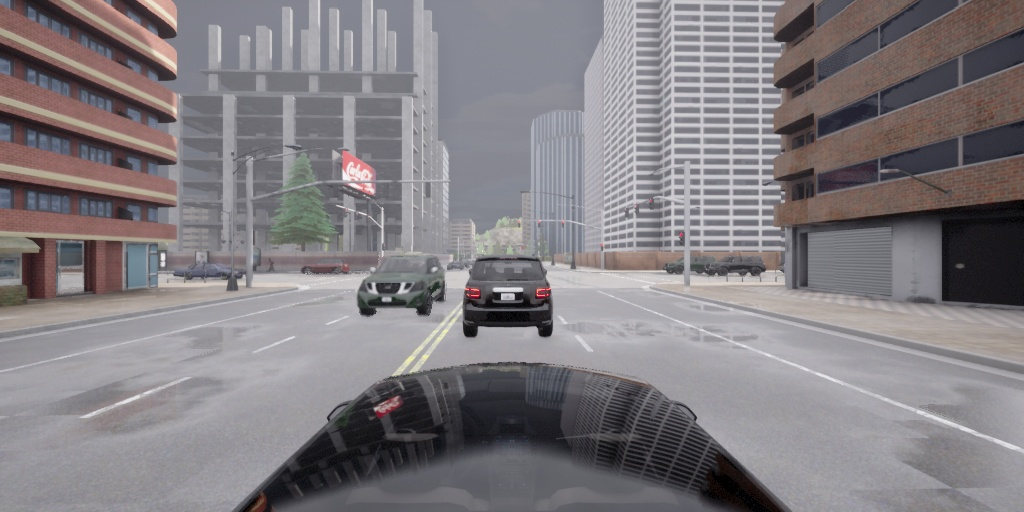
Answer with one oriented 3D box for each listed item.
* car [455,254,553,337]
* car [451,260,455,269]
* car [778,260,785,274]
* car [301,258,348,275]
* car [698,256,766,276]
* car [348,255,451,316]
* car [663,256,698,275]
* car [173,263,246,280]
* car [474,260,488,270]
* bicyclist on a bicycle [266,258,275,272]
[{"bbox_3d":[-0.116,0.971,10.421,2.150,2.045,5.566,0,0,-1],"label":"car"},{"bbox_3d":[-8.077,1.314,51.710,1.994,1.385,4.181,0,0,-1],"label":"car"},{"bbox_3d":[32.087,1.351,39.298,4.718,1.301,1.895,0,0,-1],"label":"car"},{"bbox_3d":[-19.728,1.102,38.002,4.553,1.767,2.097,0,0,-1],"label":"car"},{"bbox_3d":[22.015,0.971,35.561,5.566,2.045,2.150,0,0,-2],"label":"car"},{"bbox_3d":[-3.894,0.973,13.656,2.150,2.045,5.566,0,0,-2],"label":"car"},{"bbox_3d":[19.406,0.972,38.992,5.566,2.045,2.150,0,0,-1],"label":"car"},{"bbox_3d":[-25.608,1.297,30.650,5.357,1.411,2.033,0,0,-1],"label":"car"},{"bbox_3d":[-4.626,1.351,54.246,1.895,1.301,4.718,0,0,-1],"label":"car"},{"bbox_3d":[-28.682,1.051,42.559,0.582,1.620,1.656,0,0,-1],"label":"bicyclist on a bicycle"}]
